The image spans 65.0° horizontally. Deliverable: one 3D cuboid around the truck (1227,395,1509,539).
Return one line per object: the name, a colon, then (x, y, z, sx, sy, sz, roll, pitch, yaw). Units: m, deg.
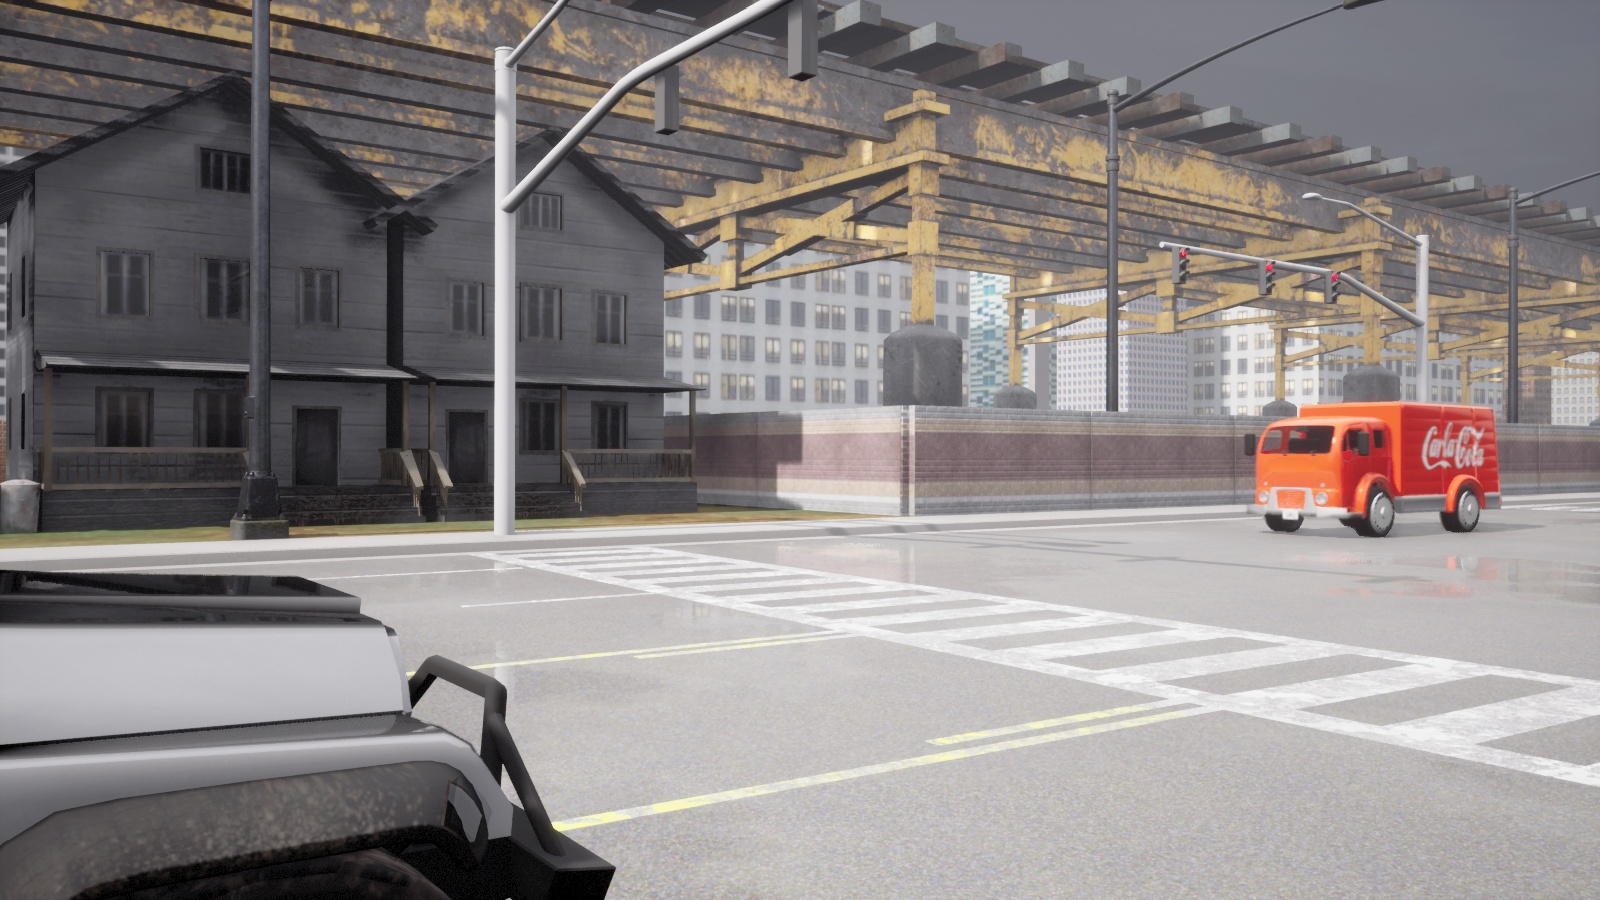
truck: (10.921, 0.294, 24.049, 5.204, 2.467, 2.627, 0, 0, -35)

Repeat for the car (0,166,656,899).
car: (-2.398, 0.551, 1.999, 3.866, 1.878, 1.905, 0, 0, -34)
